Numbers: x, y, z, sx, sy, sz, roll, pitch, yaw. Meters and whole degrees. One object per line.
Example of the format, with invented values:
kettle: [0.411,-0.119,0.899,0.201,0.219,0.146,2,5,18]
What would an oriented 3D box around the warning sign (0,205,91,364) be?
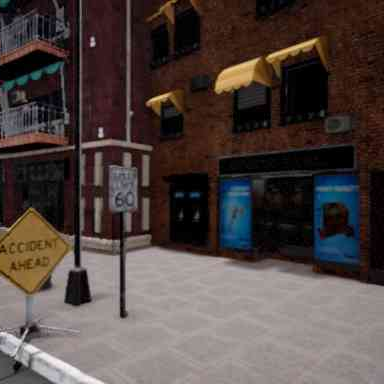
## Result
warning sign: [-2.357,1.152,4.845,1.060,1.860,1.300,0,-1,37]
